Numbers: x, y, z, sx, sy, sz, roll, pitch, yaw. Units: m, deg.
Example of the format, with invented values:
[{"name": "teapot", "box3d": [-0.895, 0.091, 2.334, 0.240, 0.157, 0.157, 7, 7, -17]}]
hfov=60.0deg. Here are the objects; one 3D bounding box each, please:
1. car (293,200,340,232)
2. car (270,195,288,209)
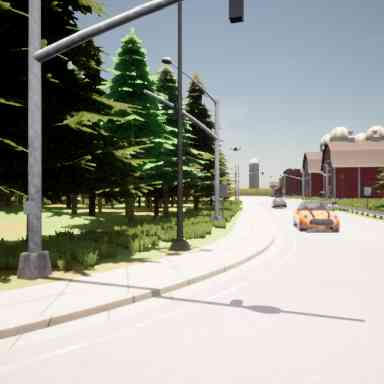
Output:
[{"name": "car", "box3d": [7.392, 1.353, 20.078, 2.097, 1.767, 4.553, 0, 0, 11]}, {"name": "car", "box3d": [11.932, 1.547, 45.743, 2.033, 1.411, 5.357, 0, 0, 9]}]
